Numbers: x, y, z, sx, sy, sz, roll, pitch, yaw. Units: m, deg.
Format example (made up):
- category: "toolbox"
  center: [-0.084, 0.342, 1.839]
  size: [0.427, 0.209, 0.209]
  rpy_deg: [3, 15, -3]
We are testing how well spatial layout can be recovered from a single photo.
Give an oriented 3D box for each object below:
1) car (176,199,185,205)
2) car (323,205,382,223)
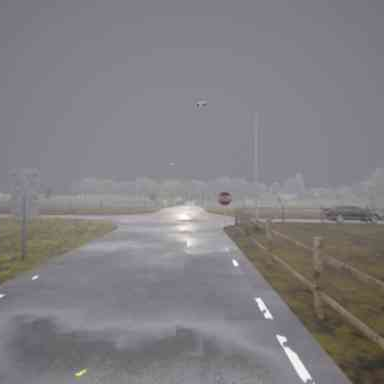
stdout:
- category: "car"
  center: [-2.751, 2.467, 81.009]
  size: [1.994, 1.385, 4.181]
  rpy_deg: [0, -2, 0]
- category: "car"
  center: [13.927, 1.891, 29.066]
  size: [4.892, 1.490, 1.837]
  rpy_deg: [1, -2, 0]
